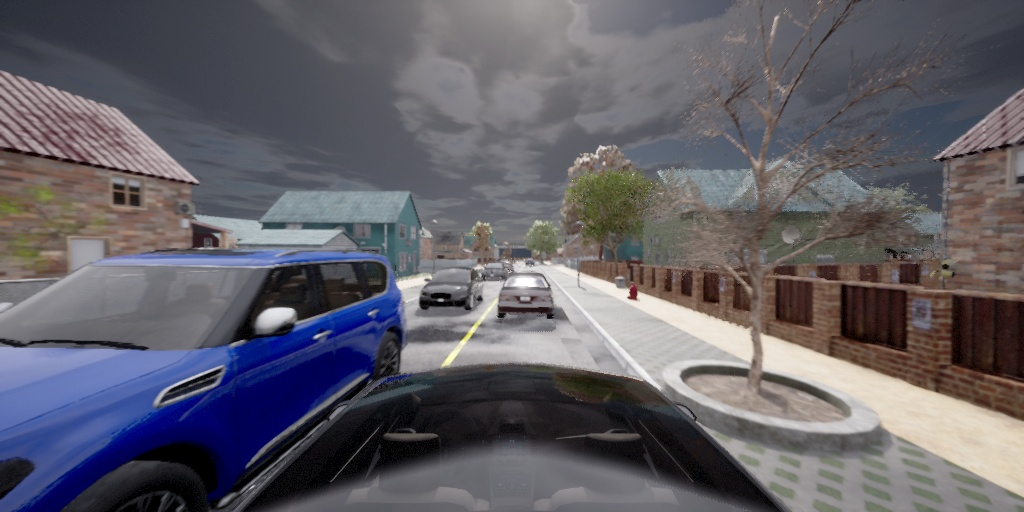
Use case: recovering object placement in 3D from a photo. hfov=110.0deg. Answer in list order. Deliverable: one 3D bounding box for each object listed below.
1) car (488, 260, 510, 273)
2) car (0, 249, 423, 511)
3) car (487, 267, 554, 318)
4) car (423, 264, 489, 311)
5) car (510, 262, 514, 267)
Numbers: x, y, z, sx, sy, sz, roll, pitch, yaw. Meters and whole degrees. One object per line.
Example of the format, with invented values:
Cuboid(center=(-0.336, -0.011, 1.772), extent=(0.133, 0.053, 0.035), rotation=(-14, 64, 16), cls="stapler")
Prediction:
Cuboid(center=(-1.409, 1.241, 30.111), extent=(1.812, 1.442, 4.674), rotation=(1, 0, 3), cls="car")
Cuboid(center=(-2.829, 0.938, 3.557), extent=(2.150, 2.045, 5.566), rotation=(1, 0, 3), cls="car")
Cuboid(center=(0.515, 1.288, 12.934), extent=(2.033, 1.411, 5.357), rotation=(1, 0, 3), cls="car")
Cuboid(center=(-2.260, 1.213, 14.404), extent=(1.837, 1.490, 4.892), rotation=(1, 0, 3), cls="car")
Cuboid(center=(-0.766, 1.202, 40.938), extent=(1.994, 1.385, 4.181), rotation=(1, 0, 3), cls="car")
